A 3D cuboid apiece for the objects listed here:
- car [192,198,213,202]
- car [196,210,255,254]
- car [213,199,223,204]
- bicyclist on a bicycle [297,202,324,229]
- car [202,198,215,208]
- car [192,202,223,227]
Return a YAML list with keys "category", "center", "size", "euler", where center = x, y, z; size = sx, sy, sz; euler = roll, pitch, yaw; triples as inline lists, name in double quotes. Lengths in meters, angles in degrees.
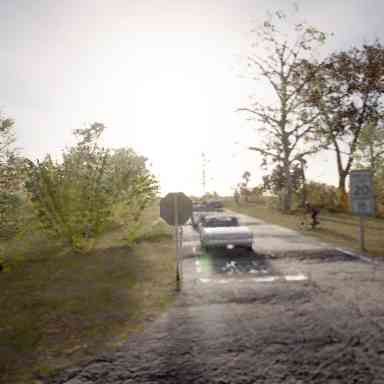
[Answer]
- category: "car"
  center: [0.616, 1.711, 35.137]
  size: [2.128, 1.511, 4.902]
  euler: [-2, 0, -2]
- category: "car"
  center: [1.334, 1.681, 14.253]
  size: [1.895, 1.301, 4.718]
  euler: [-2, 0, -2]
- category: "car"
  center: [3.162, 1.694, 46.138]
  size: [1.882, 1.535, 5.008]
  euler: [-2, -1, -2]
- category: "bicyclist on a bicycle"
  center: [7.124, 1.423, 20.011]
  size: [1.656, 1.620, 0.582]
  euler: [-1, 0, -2]
- category: "car"
  center: [2.760, 1.805, 57.344]
  size: [1.837, 1.490, 4.892]
  euler: [-2, 0, -2]
- category: "car"
  center: [0.994, 1.708, 24.158]
  size: [1.994, 1.385, 4.181]
  euler: [-2, 0, -2]
